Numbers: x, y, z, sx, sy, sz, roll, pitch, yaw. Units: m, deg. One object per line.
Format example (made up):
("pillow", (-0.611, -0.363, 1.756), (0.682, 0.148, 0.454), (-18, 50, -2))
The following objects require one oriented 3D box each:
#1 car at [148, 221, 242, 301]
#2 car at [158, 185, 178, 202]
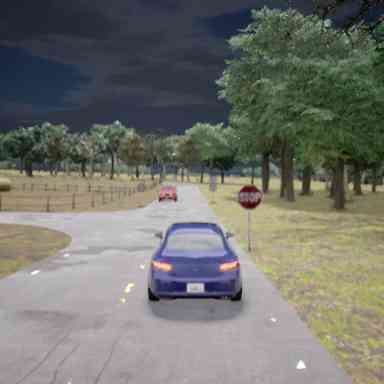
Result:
("car", (0.057, 1.424, 7.927), (1.812, 1.442, 4.674), (0, 1, 0))
("car", (-2.895, 0.156, 40.928), (2.150, 2.045, 5.566), (0, 2, 0))
